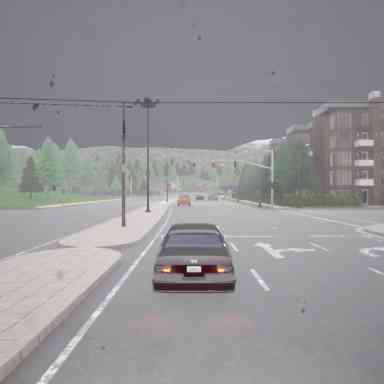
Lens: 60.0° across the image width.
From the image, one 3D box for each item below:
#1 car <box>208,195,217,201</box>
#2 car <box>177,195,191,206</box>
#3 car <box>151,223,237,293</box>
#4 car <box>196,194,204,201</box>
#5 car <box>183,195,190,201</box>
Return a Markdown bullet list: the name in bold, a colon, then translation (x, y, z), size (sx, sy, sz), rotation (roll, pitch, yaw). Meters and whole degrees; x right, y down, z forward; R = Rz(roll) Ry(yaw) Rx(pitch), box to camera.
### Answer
- **car**: translation (5.543, 1.539, 85.587), size (2.033, 1.411, 5.357), rotation (0, 0, 0)
- **car**: translation (-1.317, 1.352, 54.721), size (2.097, 1.767, 4.553), rotation (0, 0, -1)
- **car**: translation (0.048, 1.547, 8.975), size (2.033, 1.411, 5.357), rotation (0, 0, 0)
- **car**: translation (2.043, 1.477, 85.582), size (1.882, 1.535, 5.008), rotation (0, 0, 0)
- **car**: translation (-1.457, 1.523, 85.546), size (1.812, 1.442, 4.674), rotation (0, 0, 0)
